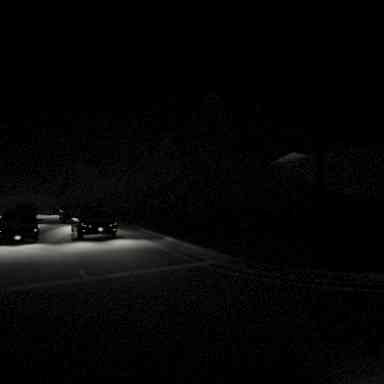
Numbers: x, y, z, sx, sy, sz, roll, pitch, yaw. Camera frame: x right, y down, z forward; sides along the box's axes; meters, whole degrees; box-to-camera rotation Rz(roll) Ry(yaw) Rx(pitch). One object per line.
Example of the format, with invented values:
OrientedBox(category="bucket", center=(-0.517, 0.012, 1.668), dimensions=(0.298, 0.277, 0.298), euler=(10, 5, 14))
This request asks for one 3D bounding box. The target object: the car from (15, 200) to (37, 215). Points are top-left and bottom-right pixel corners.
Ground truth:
OrientedBox(category="car", center=(-17.770, 1.647, 35.817), dimensions=(1.994, 1.385, 4.181), euler=(0, 0, -25))

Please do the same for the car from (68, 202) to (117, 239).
OrientedBox(category="car", center=(-5.393, 1.543, 18.036), dimensions=(1.837, 1.490, 4.892), euler=(0, 0, -26))

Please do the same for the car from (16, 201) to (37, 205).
OrientedBox(category="car", center=(-13.201, 1.609, 26.221), dimensions=(2.033, 1.411, 5.357), euler=(0, 0, -26))

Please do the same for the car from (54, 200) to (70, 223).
OrientedBox(category="car", center=(-9.458, 1.549, 26.519), dimensions=(2.128, 1.511, 4.902), euler=(0, 0, -26))

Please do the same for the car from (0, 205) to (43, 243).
OrientedBox(category="car", center=(-8.673, 1.587, 16.773), dimensions=(2.033, 1.411, 5.357), euler=(0, 0, -26))
